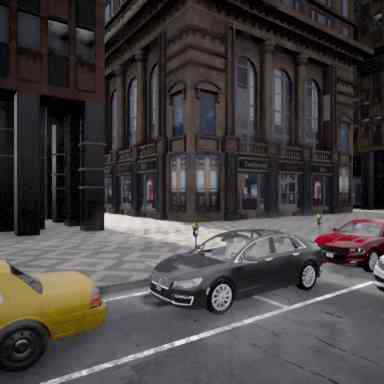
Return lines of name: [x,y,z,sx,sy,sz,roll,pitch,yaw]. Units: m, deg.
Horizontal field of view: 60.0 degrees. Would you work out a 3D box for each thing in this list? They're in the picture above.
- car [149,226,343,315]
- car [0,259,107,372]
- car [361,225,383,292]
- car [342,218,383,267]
car: [1.159,1.551,7.464,4.403,1.369,2.008,0,0,-35]
car: [-3.564,1.525,4.107,4.829,1.417,1.752,0,0,-35]
car: [6.107,1.527,7.732,4.674,1.442,1.812,0,0,-35]
car: [5.733,1.546,10.716,4.507,1.381,1.887,0,0,-35]
